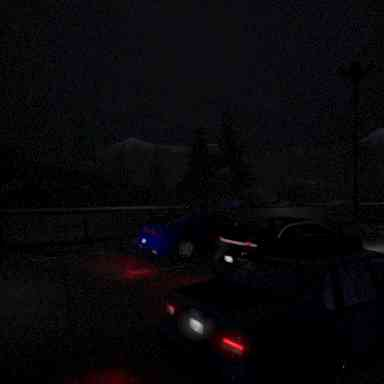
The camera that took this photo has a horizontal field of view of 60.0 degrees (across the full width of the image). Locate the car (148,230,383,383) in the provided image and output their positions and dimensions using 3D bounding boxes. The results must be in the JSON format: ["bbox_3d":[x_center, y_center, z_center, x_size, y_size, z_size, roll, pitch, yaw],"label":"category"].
[{"bbox_3d":[2.150,1.543,5.083,5.357,1.411,2.033,0,0,-33],"label":"car"}]

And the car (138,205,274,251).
[{"bbox_3d":[0.500,1.460,12.293,5.008,1.535,1.882,0,0,-33],"label":"car"}]

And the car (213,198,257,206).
[{"bbox_3d":[4.797,1.440,31.011,5.008,1.535,1.882,0,0,-27],"label":"car"}]

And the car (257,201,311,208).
[{"bbox_3d":[8.362,1.497,28.886,4.674,1.442,1.812,0,0,-26],"label":"car"}]

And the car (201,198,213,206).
[{"bbox_3d":[3.463,1.519,34.242,4.181,1.385,1.994,0,0,-27],"label":"car"}]

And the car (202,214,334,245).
[{"bbox_3d":[2.980,1.482,9.710,4.902,1.511,2.128,0,0,-32],"label":"car"}]

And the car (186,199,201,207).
[{"bbox_3d":[1.612,1.452,37.228,4.892,1.490,1.837,0,0,-27],"label":"car"}]
